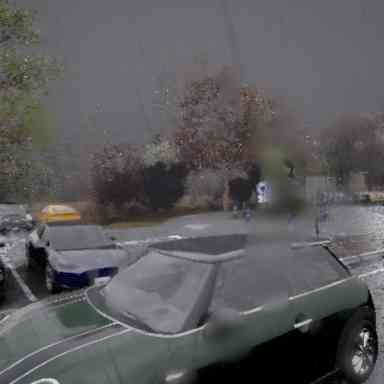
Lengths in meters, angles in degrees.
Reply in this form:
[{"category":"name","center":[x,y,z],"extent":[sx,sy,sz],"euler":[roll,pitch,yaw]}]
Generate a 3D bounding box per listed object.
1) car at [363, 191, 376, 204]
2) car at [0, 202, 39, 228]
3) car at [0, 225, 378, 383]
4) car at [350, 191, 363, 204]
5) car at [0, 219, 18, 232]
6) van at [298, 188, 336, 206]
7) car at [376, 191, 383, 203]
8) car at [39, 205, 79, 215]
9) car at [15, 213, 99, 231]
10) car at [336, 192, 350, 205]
[{"category":"car","center":[20.116,0.733,42.308],"extent":[2.163,1.488,4.792],"euler":[-1,0,-35]},{"category":"car","center":[-11.038,1.448,20.147],"extent":[2.185,1.767,4.553],"euler":[0,0,-35]},{"category":"car","center":[0.069,1.341,3.734],"extent":[4.553,1.767,2.097],"euler":[0,0,-35]},{"category":"car","center":[17.745,0.774,40.617],"extent":[2.002,1.452,4.674],"euler":[-1,0,-35]},{"category":"car","center":[-5.684,1.582,7.894],"extent":[2.097,1.535,5.008],"euler":[0,0,-35]},{"category":"van","center":[13.346,0.553,37.379],"extent":[1.878,1.987,4.442],"euler":[-1,1,-35]},{"category":"car","center":[22.312,0.662,44.038],"extent":[1.946,1.575,5.366],"euler":[-1,1,-35]},{"category":"car","center":[-8.748,1.573,21.708],"extent":[2.097,1.535,5.008],"euler":[0,0,-35]},{"category":"car","center":[-3.391,1.610,9.460],"extent":[2.163,1.488,4.792],"euler":[0,0,-35]},{"category":"car","center":[15.464,0.796,39.019],"extent":[2.002,1.452,4.674],"euler":[-1,0,-35]}]
